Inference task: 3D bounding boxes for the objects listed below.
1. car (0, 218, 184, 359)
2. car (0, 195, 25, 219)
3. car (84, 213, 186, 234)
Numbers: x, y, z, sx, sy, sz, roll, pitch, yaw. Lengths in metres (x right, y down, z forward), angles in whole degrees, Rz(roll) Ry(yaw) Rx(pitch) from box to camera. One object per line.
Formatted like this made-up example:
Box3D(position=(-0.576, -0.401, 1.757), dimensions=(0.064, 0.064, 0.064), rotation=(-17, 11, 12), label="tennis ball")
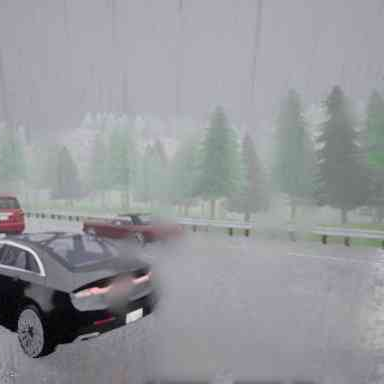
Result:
Box3D(position=(-2.761, 1.471, 5.964), dimensions=(4.902, 1.511, 2.128), rotation=(0, 0, 35), label="car")
Box3D(position=(-9.951, 1.159, 15.408), dimensions=(5.566, 2.045, 2.150), rotation=(0, 0, 36), label="car")
Box3D(position=(-2.681, 1.562, 14.506), dimensions=(4.718, 1.301, 1.895), rotation=(0, 0, 36), label="car")
